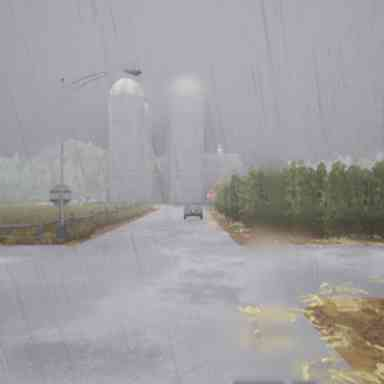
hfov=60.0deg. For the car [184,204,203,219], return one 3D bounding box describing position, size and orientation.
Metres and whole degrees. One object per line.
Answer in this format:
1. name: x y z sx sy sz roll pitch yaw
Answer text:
1. car: 0.121 1.912 33.942 2.033 1.411 5.357 0 0 0
